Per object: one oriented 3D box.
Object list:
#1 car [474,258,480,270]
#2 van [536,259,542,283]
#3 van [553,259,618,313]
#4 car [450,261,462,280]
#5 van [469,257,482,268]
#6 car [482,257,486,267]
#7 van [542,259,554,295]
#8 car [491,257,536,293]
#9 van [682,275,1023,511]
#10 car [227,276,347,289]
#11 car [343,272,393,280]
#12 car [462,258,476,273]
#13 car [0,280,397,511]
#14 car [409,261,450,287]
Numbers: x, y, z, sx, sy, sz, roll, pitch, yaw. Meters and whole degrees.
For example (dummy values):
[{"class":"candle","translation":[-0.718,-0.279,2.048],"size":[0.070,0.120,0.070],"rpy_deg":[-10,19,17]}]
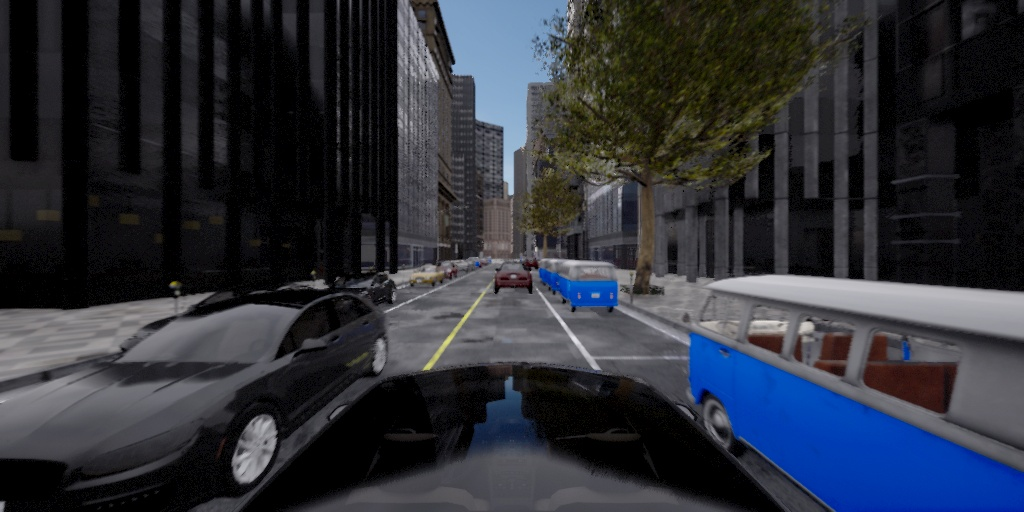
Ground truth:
[{"class":"car","translation":[-5.783,1.282,47.408],"size":[2.007,1.370,4.403],"rpy_deg":[0,0,0]},{"class":"van","translation":[2.753,1.075,24.943],"size":[1.690,1.789,3.998],"rpy_deg":[0,0,0]},{"class":"van","translation":[2.758,1.081,13.706],"size":[1.690,1.789,3.998],"rpy_deg":[0,0,0]},{"class":"car","translation":[-5.775,1.176,30.552],"size":[1.967,1.591,4.097],"rpy_deg":[0,0,0]},{"class":"van","translation":[-5.786,1.071,53.027],"size":[1.690,1.789,3.998],"rpy_deg":[0,0,0]},{"class":"car","translation":[-5.789,1.274,58.645],"size":[1.888,1.381,4.507],"rpy_deg":[0,0,0]},{"class":"van","translation":[2.755,1.078,19.325],"size":[1.690,1.789,3.998],"rpy_deg":[0,0,0]},{"class":"car","translation":[0.085,1.089,20.915],"size":[2.097,1.767,4.553],"rpy_deg":[0,0,0]},{"class":"van","translation":[2.763,1.089,2.470],"size":[1.690,1.789,3.998],"rpy_deg":[0,0,0]},{"class":"car","translation":[-5.764,1.314,8.077],"size":[1.948,1.339,4.313],"rpy_deg":[0,0,0]},{"class":"car","translation":[-5.767,1.311,13.695],"size":[1.948,1.339,4.313],"rpy_deg":[0,0,0]},{"class":"car","translation":[-5.781,1.283,41.789],"size":[2.007,1.370,4.403],"rpy_deg":[0,0,0]},{"class":"car","translation":[-3.096,1.255,4.553],"size":[1.837,1.490,4.892],"rpy_deg":[0,0,0]},{"class":"car","translation":[-5.772,1.264,24.763],"size":[1.751,1.417,4.829],"rpy_deg":[0,0,0]}]
